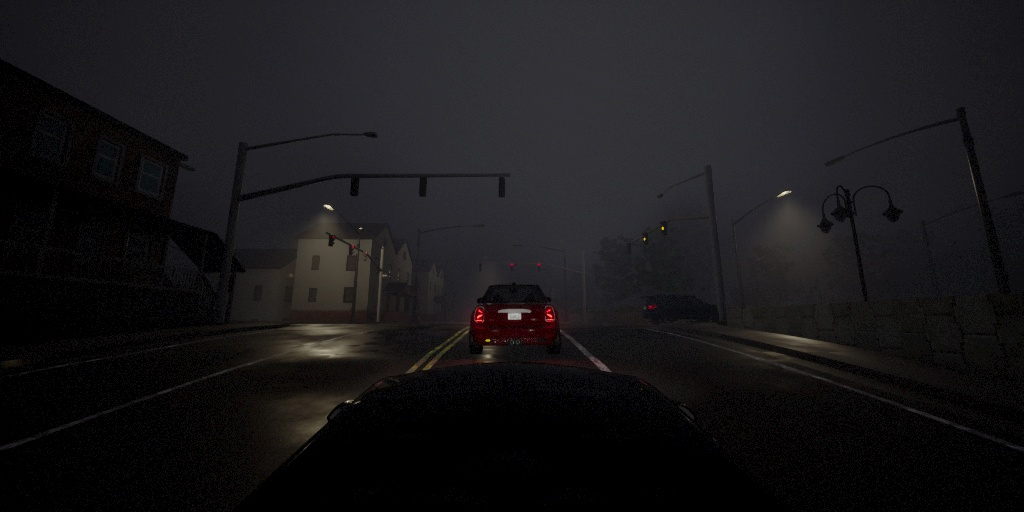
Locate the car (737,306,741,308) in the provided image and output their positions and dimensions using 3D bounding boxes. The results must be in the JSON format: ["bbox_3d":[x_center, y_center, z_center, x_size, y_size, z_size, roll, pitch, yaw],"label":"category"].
[{"bbox_3d":[16.301,4.628,28.305,4.902,1.511,2.128,0,-10,1],"label":"car"}]

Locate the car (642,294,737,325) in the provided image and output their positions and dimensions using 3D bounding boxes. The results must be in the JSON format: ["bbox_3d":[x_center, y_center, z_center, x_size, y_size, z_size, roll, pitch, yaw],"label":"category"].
[{"bbox_3d":[11.876,3.714,24.768,5.566,2.045,2.150,0,-10,1],"label":"car"}]

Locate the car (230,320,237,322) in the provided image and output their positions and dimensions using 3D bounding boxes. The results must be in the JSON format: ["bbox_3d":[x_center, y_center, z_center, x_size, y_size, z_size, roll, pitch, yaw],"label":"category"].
[{"bbox_3d":[-19.899,5.157,24.902,5.008,1.535,1.882,-9,-10,0],"label":"car"}]

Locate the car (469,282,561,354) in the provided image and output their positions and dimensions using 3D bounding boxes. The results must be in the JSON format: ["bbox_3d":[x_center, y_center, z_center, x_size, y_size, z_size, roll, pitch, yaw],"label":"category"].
[{"bbox_3d":[0.059,1.566,10.072,2.097,1.767,4.553,-1,-6,0],"label":"car"}]
